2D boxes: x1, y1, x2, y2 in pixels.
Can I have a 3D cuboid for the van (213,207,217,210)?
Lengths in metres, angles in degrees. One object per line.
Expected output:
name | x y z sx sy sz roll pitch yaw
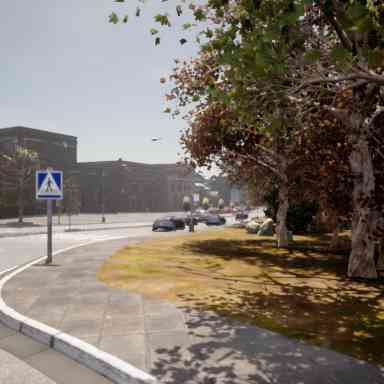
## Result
van | 4.136 4.885 82.937 1.878 1.987 4.442 0 -2 20

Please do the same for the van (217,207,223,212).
van | 5.999 5.081 88.158 1.878 1.987 4.442 0 -2 20

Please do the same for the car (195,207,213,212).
car | 2.305 4.664 77.800 2.435 2.045 5.566 0 -2 20

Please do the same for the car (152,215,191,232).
car | -2.026 2.887 30.809 1.994 1.385 4.181 0 -4 19

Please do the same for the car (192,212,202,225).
car | -0.793 3.722 44.175 2.033 1.411 5.357 0 -3 20

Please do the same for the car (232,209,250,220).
car | 9.821 4.552 64.775 1.882 1.535 5.008 0 -2 19

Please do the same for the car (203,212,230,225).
car | 3.489 3.926 46.689 1.994 1.385 4.181 0 -2 19

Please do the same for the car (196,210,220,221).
car | 2.516 4.150 53.756 2.033 1.411 5.357 0 -2 19
